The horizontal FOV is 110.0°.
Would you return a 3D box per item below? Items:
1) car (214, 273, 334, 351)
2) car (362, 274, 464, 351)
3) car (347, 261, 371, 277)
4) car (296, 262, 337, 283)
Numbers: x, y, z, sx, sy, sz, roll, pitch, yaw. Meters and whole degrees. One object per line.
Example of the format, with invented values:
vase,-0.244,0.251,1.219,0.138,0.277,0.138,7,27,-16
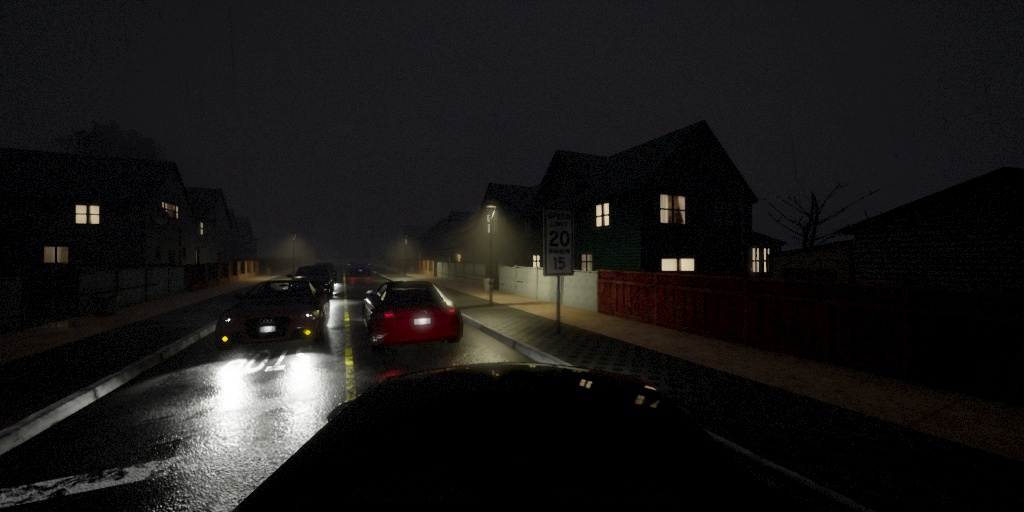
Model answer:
car,-5.821,1.318,9.166,1.994,1.385,4.181,0,0,-24
car,-2.698,1.315,9.198,1.994,1.385,4.181,0,0,-25
car,-15.575,1.232,36.640,1.882,1.535,5.008,0,0,-25
car,-10.192,1.259,18.420,1.837,1.490,4.892,0,0,-25
